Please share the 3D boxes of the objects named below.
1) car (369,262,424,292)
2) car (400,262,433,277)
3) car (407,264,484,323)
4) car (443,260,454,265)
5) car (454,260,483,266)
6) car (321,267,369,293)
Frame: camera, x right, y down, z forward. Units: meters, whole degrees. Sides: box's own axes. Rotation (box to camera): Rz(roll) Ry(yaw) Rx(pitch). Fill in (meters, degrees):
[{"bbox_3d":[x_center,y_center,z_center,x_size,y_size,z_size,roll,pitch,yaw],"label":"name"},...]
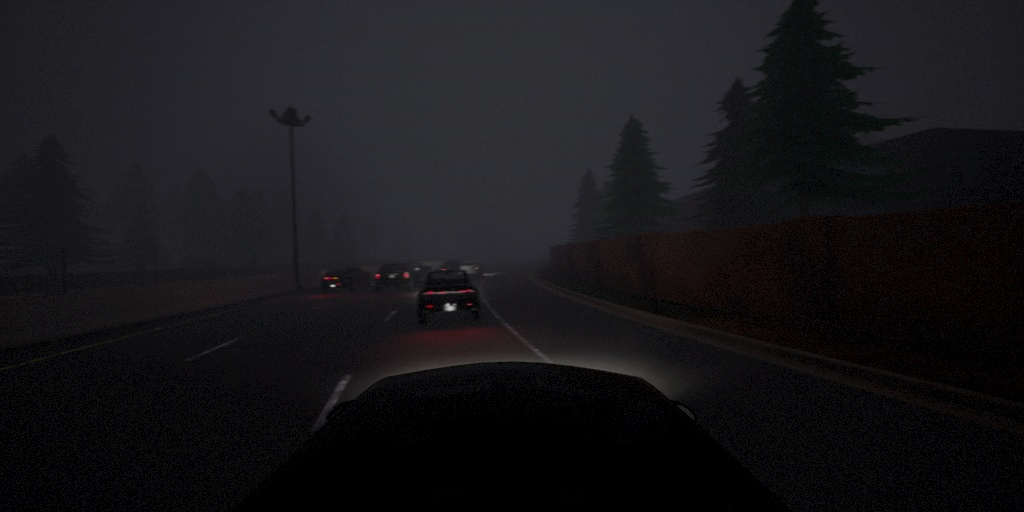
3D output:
[{"bbox_3d":[-6.918,1.163,22.227,2.097,1.767,4.553,-2,0,-5],"label":"car"},{"bbox_3d":[-10.151,1.390,38.566,1.895,1.301,4.718,-2,0,6],"label":"car"},{"bbox_3d":[-2.190,1.229,12.317,2.128,1.511,4.902,-2,0,-11],"label":"car"},{"bbox_3d":[-6.449,1.167,40.047,1.837,1.490,4.892,-2,1,7],"label":"car"},{"bbox_3d":[-3.636,1.158,32.066,1.812,1.442,4.674,-2,0,2],"label":"car"},{"bbox_3d":[-10.490,1.425,23.030,1.837,1.490,4.892,-2,1,-4],"label":"car"}]
